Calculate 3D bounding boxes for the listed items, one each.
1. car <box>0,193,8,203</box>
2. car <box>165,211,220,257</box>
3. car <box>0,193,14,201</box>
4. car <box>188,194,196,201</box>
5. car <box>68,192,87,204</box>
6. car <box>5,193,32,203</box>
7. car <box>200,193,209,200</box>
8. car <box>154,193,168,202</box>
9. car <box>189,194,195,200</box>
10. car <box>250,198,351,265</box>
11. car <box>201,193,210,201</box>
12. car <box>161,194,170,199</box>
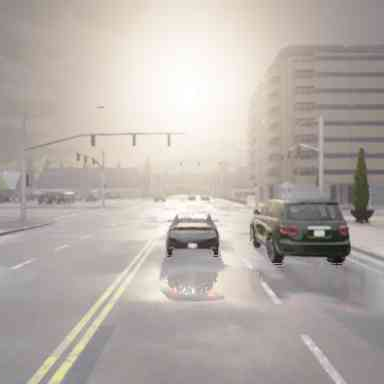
[{"bbox_3d":[-35.434,1.343,62.491,1.784,1.438,3.905,0,0,0],"label":"car"},{"bbox_3d":[0.042,1.488,12.971,2.128,1.511,4.902,0,0,1],"label":"car"},{"bbox_3d":[-43.616,1.127,77.530,1.932,1.855,4.605,0,0,0],"label":"car"},{"bbox_3d":[-0.010,1.449,84.348,1.882,1.535,5.008,0,0,0],"label":"car"},{"bbox_3d":[-26.719,1.370,77.562,1.970,1.475,3.806,0,0,0],"label":"car"},{"bbox_3d":[-32.539,1.375,62.480,1.970,1.475,3.806,0,0,0],"label":"car"},{"bbox_3d":[3.489,1.181,93.552,2.097,1.767,4.553,0,0,0],"label":"car"},{"bbox_3d":[-7.008,1.201,72.490,2.150,2.045,5.566,0,0,0],"label":"car"},{"bbox_3d":[-0.011,1.326,93.581,1.837,1.490,4.892,0,0,0],"label":"car"},{"bbox_3d":[3.529,1.219,11.829,2.150,2.045,5.566,0,0,1],"label":"car"},{"bbox_3d":[3.490,1.494,84.605,1.812,1.442,4.674,0,0,0],"label":"car"},{"bbox_3d":[-7.010,1.276,88.141,1.895,1.301,4.718,0,0,0],"label":"car"}]
